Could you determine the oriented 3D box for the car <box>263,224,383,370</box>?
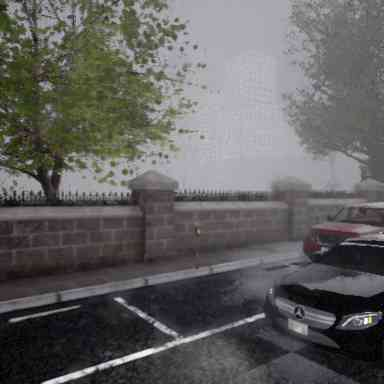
[{"bbox_3d":[3.282,1.508,5.726,4.674,1.442,1.812,0,0,-36],"label":"car"}]

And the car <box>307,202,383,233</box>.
[{"bbox_3d":[5.756,1.283,10.664,5.009,1.841,2.192,0,1,-36],"label":"car"}]
